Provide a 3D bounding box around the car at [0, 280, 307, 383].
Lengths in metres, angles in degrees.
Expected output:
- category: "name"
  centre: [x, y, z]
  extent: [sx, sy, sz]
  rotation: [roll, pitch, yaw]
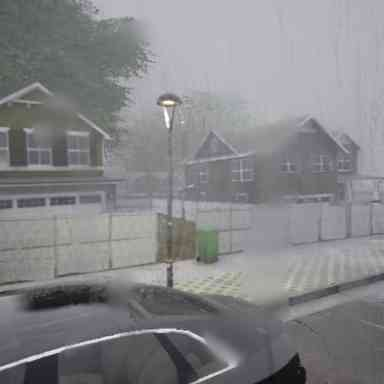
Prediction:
- category: "car"
  centre: [-1.326, 1.499, 2.039]
  extent: [4.892, 1.490, 1.837]
  rotation: [0, 0, -35]
